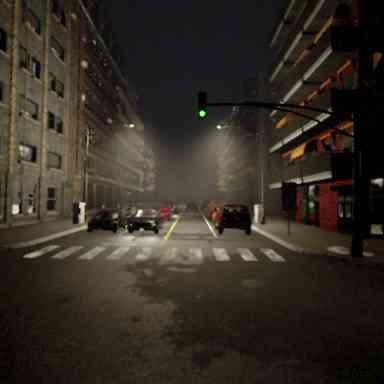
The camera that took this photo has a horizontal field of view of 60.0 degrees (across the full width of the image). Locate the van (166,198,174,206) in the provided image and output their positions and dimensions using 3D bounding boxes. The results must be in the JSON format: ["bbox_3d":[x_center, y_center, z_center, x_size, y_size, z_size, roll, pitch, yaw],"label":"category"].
[{"bbox_3d":[-5.393,2.438,82.584,1.690,1.788,3.998,2,-1,0],"label":"van"}]

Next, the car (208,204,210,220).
[{"bbox_3d":[2.558,1.918,27.183,1.752,1.417,4.829,2,-1,0],"label":"car"}]

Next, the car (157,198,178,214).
[{"bbox_3d":[-2.876,1.847,41.786,2.097,1.767,4.553,1,-1,0],"label":"car"}]

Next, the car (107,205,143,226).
[{"bbox_3d":[-5.322,1.843,26.960,1.947,1.339,4.313,2,-1,0],"label":"car"}]

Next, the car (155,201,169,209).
[{"bbox_3d":[-5.369,2.282,60.329,2.008,1.369,4.403,2,-1,0],"label":"car"}]

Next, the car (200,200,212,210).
[{"bbox_3d":[2.513,2.285,60.374,1.967,1.590,4.097,2,-1,0],"label":"car"}]

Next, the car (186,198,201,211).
[{"bbox_3d":[0.051,2.146,51.191,1.882,1.535,5.008,1,-1,0],"label":"car"}]

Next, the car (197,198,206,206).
[{"bbox_3d":[2.479,2.619,88.189,2.192,1.841,5.009,2,-1,0],"label":"car"}]

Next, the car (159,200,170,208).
[{"bbox_3d":[-5.375,2.343,65.721,1.752,1.417,4.829,2,-1,0],"label":"car"}]

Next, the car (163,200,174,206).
[{"bbox_3d":[-5.392,2.555,77.018,2.008,1.369,4.403,2,-1,0],"label":"car"}]

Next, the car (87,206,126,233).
[{"bbox_3d":[-5.315,1.781,21.399,1.947,1.339,4.313,2,-1,0],"label":"car"}]

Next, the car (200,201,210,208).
[{"bbox_3d":[2.502,2.516,65.932,1.802,1.307,4.206,2,-1,0],"label":"car"}]

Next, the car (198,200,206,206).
[{"bbox_3d":[2.480,2.777,82.621,1.947,1.339,4.313,2,-1,0],"label":"car"}]

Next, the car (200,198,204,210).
[{"bbox_3d":[2.525,2.072,54.813,2.192,1.841,5.009,2,-1,0],"label":"car"}]

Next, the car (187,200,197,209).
[{"bbox_3d":[0.004,2.306,61.629,1.882,1.535,5.008,1,-1,0],"label":"car"}]

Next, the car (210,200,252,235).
[{"bbox_3d":[2.572,1.644,21.457,2.192,1.841,5.009,2,-1,0],"label":"car"}]

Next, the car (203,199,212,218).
[{"bbox_3d":[2.556,1.771,32.580,2.192,1.841,5.009,2,-1,0],"label":"car"}]

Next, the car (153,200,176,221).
[{"bbox_3d":[-2.874,1.843,31.487,1.882,1.535,5.008,1,-1,0],"label":"car"}]

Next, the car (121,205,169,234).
[{"bbox_3d":[-2.866,1.800,21.616,2.033,1.411,5.357,1,-1,0],"label":"car"}]
